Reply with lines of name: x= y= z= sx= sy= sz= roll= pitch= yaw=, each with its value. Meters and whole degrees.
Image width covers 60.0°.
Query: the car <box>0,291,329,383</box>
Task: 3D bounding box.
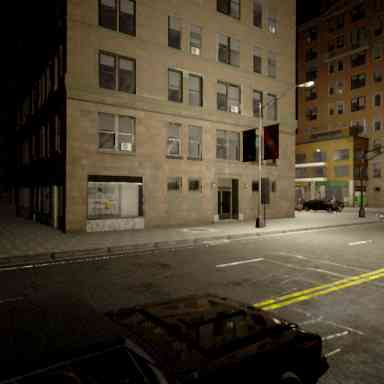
car: x=-0.962 y=1.601 z=2.751 sx=4.718 sy=1.301 sz=1.895 roll=0 pitch=0 yaw=-35

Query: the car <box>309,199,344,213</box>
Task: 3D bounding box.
car: x=14.540 y=1.550 z=37.428 sx=1.812 sy=1.442 sz=4.674 roll=0 pitch=0 yaw=-35

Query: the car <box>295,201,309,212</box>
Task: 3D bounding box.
car: x=10.804 y=1.451 z=38.343 sx=1.967 sy=1.590 sz=4.097 roll=0 pitch=0 yaw=-35

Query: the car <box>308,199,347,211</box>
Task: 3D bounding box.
car: x=17.380 y=1.616 z=42.941 sx=1.947 sy=1.339 sz=4.313 roll=0 pitch=0 yaw=-35
